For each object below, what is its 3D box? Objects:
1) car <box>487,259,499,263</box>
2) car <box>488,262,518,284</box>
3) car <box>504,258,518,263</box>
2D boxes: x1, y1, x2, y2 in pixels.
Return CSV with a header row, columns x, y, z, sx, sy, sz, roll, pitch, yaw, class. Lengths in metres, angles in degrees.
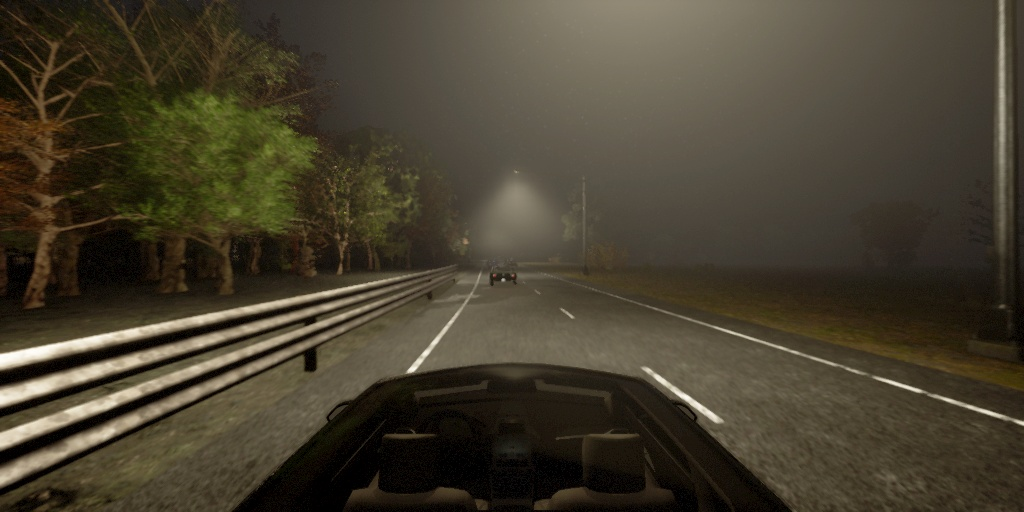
x,y,z,sx,sy,sz,roll,pitch,yaw,class
-2.798,1.295,56.547,2.033,1.411,5.357,0,0,-4,car
-0.722,1.352,26.550,1.895,1.301,4.718,0,0,-4,car
0.054,1.277,64.555,2.033,1.411,5.357,0,0,-4,car
